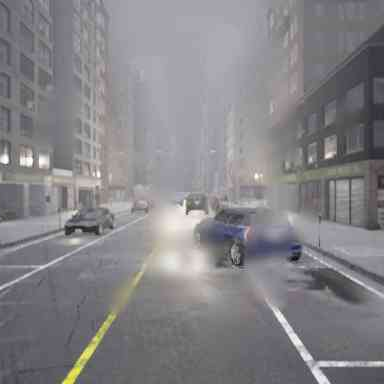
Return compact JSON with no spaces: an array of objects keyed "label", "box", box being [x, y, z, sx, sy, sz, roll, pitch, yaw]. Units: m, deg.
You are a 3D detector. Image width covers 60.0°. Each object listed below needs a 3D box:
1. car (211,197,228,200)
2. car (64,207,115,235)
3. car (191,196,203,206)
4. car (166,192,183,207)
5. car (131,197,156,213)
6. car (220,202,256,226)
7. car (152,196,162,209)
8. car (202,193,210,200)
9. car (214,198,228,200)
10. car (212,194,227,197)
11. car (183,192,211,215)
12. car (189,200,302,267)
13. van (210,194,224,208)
[{"label":"car","box":[3.296,1.457,34.678,1.947,1.339,4.313,0,0,1]},{"label":"car","box":[-5.439,1.509,18.204,1.947,1.339,4.313,0,0,1]},{"label":"car","box":[0.726,1.371,49.927,1.812,1.442,4.674,0,-1,0]},{"label":"car","box":[-2.439,1.072,48.524,2.150,2.045,5.566,0,0,1]},{"label":"car","box":[-5.229,1.473,34.778,1.802,1.307,4.206,0,0,1]},{"label":"car","box":[3.156,1.476,23.632,2.008,1.369,4.403,0,0,1]},{"label":"car","box":[-5.160,1.440,40.302,1.947,1.339,4.313,0,0,1]},{"label":"car","box":[3.705,1.186,89.614,1.967,1.590,4.097,0,0,-1]},{"label":"car","box":[3.226,1.459,29.155,2.008,1.369,4.403,0,0,1]},{"label":"car","box":[3.366,1.189,40.201,2.192,1.841,5.009,0,0,1]},{"label":"car","box":[0.508,1.120,32.997,2.150,2.045,5.566,0,0,1]},{"label":"car","box":[1.708,1.315,11.603,2.097,1.767,4.553,0,0,-19]},{"label":"van","box":[3.436,1.198,45.724,1.690,1.788,3.998,0,0,1]}]
